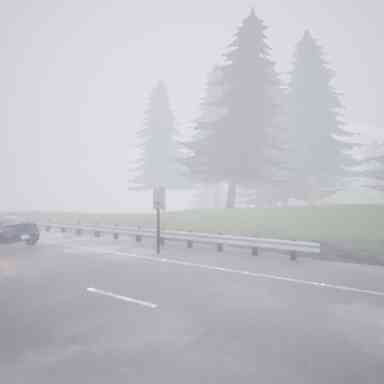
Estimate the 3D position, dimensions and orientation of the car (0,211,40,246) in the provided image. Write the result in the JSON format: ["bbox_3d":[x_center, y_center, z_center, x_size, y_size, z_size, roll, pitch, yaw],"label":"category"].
[{"bbox_3d":[-8.269,1.547,14.067,4.674,1.442,1.812,0,0,36],"label":"car"}]
